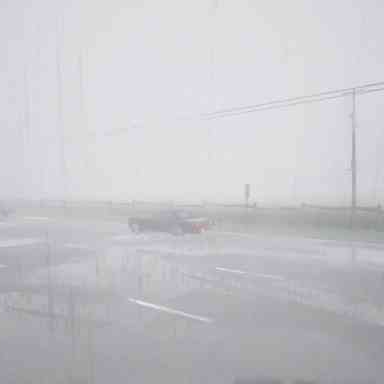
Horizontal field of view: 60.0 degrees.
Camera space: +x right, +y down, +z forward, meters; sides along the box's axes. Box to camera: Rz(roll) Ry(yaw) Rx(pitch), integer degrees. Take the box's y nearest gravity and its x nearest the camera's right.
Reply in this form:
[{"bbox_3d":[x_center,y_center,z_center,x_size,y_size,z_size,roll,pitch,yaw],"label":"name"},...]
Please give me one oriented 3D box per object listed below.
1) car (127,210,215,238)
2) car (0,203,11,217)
[{"bbox_3d":[-1.249,1.601,17.755,4.718,1.301,1.895,0,0,35],"label":"car"},{"bbox_3d":[-18.278,1.601,29.867,4.718,1.301,1.895,0,0,35],"label":"car"}]
